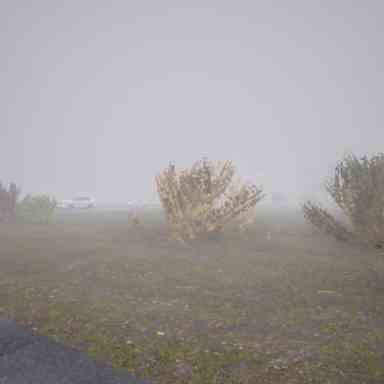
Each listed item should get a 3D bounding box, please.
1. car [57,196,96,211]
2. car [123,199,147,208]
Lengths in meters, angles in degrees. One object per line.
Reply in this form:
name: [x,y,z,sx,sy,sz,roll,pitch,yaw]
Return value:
car: [-16.702,1.605,48.444,2.150,2.045,5.566,-1,-1,36]
car: [-9.828,2.037,57.945,1.812,1.442,4.674,-1,-1,36]
